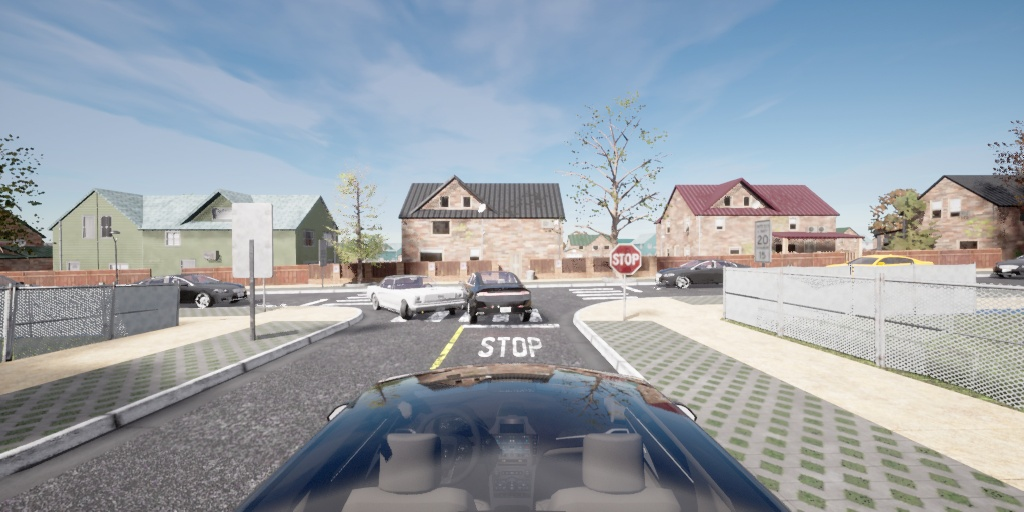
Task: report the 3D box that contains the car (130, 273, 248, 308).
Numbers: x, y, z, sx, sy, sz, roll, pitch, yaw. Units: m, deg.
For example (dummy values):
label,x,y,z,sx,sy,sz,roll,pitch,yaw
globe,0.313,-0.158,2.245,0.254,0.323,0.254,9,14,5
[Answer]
label,x,y,z,sx,sy,sz,roll,pitch,yaw
car,-14.893,1.566,16.423,4.902,1.511,2.128,-1,1,0

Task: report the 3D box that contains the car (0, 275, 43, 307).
label,x,y,z,sx,sy,sz,roll,pitch,yaw
car,-24.231,1.647,16.388,4.553,1.767,2.097,-1,1,0

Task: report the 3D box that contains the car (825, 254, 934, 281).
label,x,y,z,sx,sy,sz,roll,pitch,yaw
car,19.772,0.690,19.493,5.008,1.535,1.882,-1,1,0

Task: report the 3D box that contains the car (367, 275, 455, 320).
label,x,y,z,sx,sy,sz,roll,pitch,yaw
car,-3.596,1.367,12.921,1.895,1.301,4.718,0,0,-38

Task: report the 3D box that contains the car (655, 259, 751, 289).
label,x,y,z,sx,sy,sz,roll,pitch,yaw
car,10.341,0.925,19.462,4.902,1.511,2.128,-1,1,0

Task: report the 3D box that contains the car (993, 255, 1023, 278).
label,x,y,z,sx,sy,sz,roll,pitch,yaw
car,29.396,0.478,19.525,4.902,1.511,2.128,-1,1,0

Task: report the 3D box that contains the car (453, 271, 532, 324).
label,x,y,z,sx,sy,sz,roll,pitch,yaw
car,-0.679,1.242,12.060,2.128,1.511,4.902,0,0,-12
